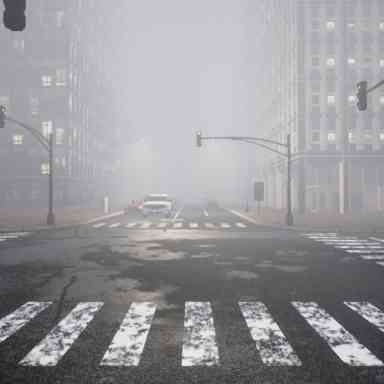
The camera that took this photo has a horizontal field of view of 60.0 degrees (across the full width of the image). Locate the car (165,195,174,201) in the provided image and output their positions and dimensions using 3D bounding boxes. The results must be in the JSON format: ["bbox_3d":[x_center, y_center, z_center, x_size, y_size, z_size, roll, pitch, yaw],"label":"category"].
[{"bbox_3d":[-5.638,1.578,83.965,1.887,1.381,4.507,1,0,0],"label":"car"}]

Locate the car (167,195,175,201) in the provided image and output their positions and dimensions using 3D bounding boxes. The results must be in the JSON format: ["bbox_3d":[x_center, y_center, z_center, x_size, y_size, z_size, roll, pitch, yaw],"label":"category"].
[{"bbox_3d":[-5.635,1.587,89.540,2.008,1.369,4.403,1,0,0],"label":"car"}]

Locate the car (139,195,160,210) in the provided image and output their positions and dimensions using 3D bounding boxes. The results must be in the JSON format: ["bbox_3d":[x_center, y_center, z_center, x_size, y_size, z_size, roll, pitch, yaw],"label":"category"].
[{"bbox_3d":[-5.651,1.332,44.939,2.192,1.841,5.009,1,0,0],"label":"car"}]

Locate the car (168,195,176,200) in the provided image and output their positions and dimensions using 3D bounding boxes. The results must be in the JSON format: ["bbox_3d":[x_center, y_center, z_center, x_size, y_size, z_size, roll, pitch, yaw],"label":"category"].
[{"bbox_3d":[-5.633,1.605,95.115,1.947,1.339,4.313,1,0,0],"label":"car"}]

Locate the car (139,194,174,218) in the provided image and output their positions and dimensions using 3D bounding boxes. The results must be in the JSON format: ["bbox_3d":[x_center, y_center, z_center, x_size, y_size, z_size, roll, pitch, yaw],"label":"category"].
[{"bbox_3d":[-3.083,1.233,30.352,2.150,2.045,5.566,0,0,0],"label":"car"}]

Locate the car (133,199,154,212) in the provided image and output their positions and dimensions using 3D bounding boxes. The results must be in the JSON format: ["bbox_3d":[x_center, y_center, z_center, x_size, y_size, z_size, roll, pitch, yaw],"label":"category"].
[{"bbox_3d":[-5.659,1.597,39.364,1.802,1.307,4.206,1,0,0],"label":"car"}]

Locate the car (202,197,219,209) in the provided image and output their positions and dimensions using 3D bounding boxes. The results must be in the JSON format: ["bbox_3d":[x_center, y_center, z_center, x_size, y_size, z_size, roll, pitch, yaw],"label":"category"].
[{"bbox_3d":[2.723,1.599,44.997,1.802,1.307,4.206,1,0,0],"label":"car"}]

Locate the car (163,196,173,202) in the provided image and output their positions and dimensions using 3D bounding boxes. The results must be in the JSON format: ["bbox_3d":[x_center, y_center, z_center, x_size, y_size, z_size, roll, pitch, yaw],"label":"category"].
[{"bbox_3d":[-5.640,1.582,78.390,2.008,1.369,4.403,1,0,0],"label":"car"}]

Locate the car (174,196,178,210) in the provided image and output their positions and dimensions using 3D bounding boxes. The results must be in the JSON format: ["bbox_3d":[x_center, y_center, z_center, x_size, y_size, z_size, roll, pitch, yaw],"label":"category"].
[{"bbox_3d":[-3.079,1.541,40.669,1.812,1.442,4.674,0,0,0],"label":"car"}]

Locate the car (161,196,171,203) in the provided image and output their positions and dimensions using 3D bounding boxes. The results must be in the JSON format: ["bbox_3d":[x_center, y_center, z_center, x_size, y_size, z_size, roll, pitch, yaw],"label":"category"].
[{"bbox_3d":[-5.643,1.573,72.814,1.887,1.381,4.507,1,0,0],"label":"car"}]

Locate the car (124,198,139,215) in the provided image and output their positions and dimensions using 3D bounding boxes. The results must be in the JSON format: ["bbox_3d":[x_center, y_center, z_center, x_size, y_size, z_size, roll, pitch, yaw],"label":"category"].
[{"bbox_3d":[-5.658,1.453,33.788,1.967,1.590,4.097,1,0,0],"label":"car"}]

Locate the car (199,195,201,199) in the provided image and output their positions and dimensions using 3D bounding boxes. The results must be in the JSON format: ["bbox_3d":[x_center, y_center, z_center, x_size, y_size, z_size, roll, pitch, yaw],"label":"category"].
[{"bbox_3d":[2.732,1.590,61.730,1.947,1.339,4.313,1,0,0],"label":"car"}]

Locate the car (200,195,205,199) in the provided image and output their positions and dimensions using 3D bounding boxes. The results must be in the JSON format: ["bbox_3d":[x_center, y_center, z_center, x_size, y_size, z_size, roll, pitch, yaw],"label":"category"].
[{"bbox_3d":[2.731,1.547,56.323,1.752,1.417,4.829,1,0,0],"label":"car"}]
